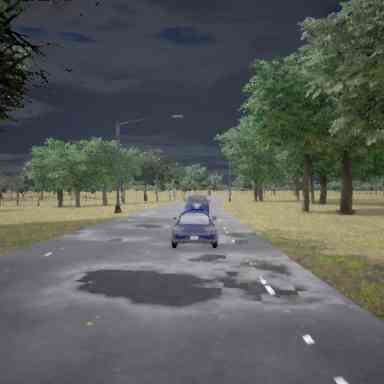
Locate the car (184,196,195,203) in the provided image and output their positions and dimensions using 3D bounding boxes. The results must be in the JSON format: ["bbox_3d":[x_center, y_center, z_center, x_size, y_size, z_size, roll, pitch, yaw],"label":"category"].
[{"bbox_3d":[-0.557,1.611,72.757,1.895,1.301,4.718,0,0,5],"label":"car"}]

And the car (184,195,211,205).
[{"bbox_3d":[0.495,1.251,29.600,2.150,2.045,5.566,0,0,2],"label":"car"}]

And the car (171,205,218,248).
[{"bbox_3d":[0.123,1.528,14.604,1.812,1.442,4.674,0,0,1],"label":"car"}]
